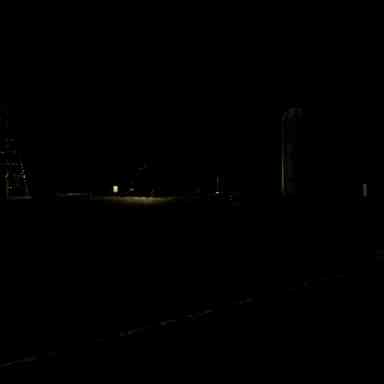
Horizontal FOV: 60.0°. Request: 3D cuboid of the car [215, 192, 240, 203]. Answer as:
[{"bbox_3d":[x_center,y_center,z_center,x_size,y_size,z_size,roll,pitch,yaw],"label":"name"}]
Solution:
[{"bbox_3d":[5.955,0.868,56.373,2.097,1.767,4.553,-1,1,-35],"label":"car"}]
